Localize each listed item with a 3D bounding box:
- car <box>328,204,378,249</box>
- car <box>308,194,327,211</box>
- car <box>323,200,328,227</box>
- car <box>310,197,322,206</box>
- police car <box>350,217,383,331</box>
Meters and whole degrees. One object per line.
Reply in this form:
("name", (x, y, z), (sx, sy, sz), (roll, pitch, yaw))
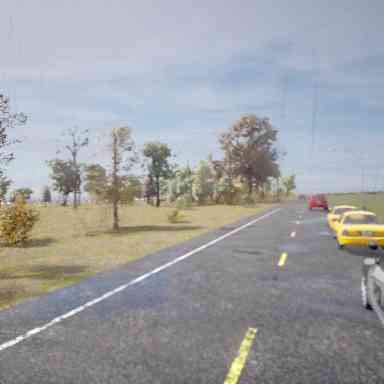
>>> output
("car", (7.055, 1.468, 14.211), (1.801, 1.575, 5.366), (-1, -1, 20))
("car", (16.221, 1.346, 42.882), (2.150, 2.045, 5.566), (-1, -1, 19))
("car", (9.070, 1.487, 19.863), (1.801, 1.575, 5.366), (-1, -1, 20))
("car", (21.841, 1.676, 58.818), (1.837, 1.490, 4.892), (-1, -1, 20))
("police car", (3.671, 1.404, 4.716), (1.930, 1.638, 5.238), (-1, -1, 20))
